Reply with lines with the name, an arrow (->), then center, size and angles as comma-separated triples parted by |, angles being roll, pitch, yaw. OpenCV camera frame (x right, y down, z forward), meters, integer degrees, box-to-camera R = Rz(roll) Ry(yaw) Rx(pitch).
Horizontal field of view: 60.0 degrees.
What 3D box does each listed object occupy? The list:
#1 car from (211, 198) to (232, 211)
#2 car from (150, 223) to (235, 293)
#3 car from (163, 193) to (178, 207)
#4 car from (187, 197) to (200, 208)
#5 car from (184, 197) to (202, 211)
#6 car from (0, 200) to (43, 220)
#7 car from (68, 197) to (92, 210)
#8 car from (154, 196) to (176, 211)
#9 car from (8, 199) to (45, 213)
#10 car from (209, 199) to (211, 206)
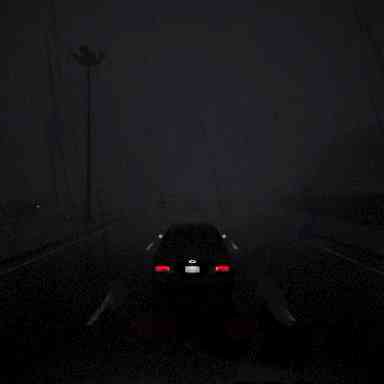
car -> 3.615, 1.477, 39.789 | 1.882, 1.535, 5.008 | 0, 0, 0
car -> 0.007, 1.547, 8.959 | 2.033, 1.411, 5.357 | 0, 0, 0
car -> -3.308, 1.221, 50.284 | 2.150, 2.045, 5.566 | 0, 0, 0
car -> 0.192, 1.505, 50.230 | 1.837, 1.490, 4.892 | 0, 0, 0
car -> 0.116, 1.491, 39.895 | 2.128, 1.511, 4.902 | 0, 0, 0
car -> -15.049, 1.491, 28.498 | 2.128, 1.511, 4.902 | 0, 0, 0
car -> -14.853, 1.482, 44.209 | 1.882, 1.535, 5.008 | 0, 0, 0
car -> -3.384, 1.547, 39.954 | 2.033, 1.411, 5.357 | 0, 0, 0
car -> -18.466, 1.564, 37.367 | 1.994, 1.385, 4.181 | 0, 0, 1
car -> 3.692, 1.564, 50.206 | 1.994, 1.385, 4.181 | 0, 0, 0
